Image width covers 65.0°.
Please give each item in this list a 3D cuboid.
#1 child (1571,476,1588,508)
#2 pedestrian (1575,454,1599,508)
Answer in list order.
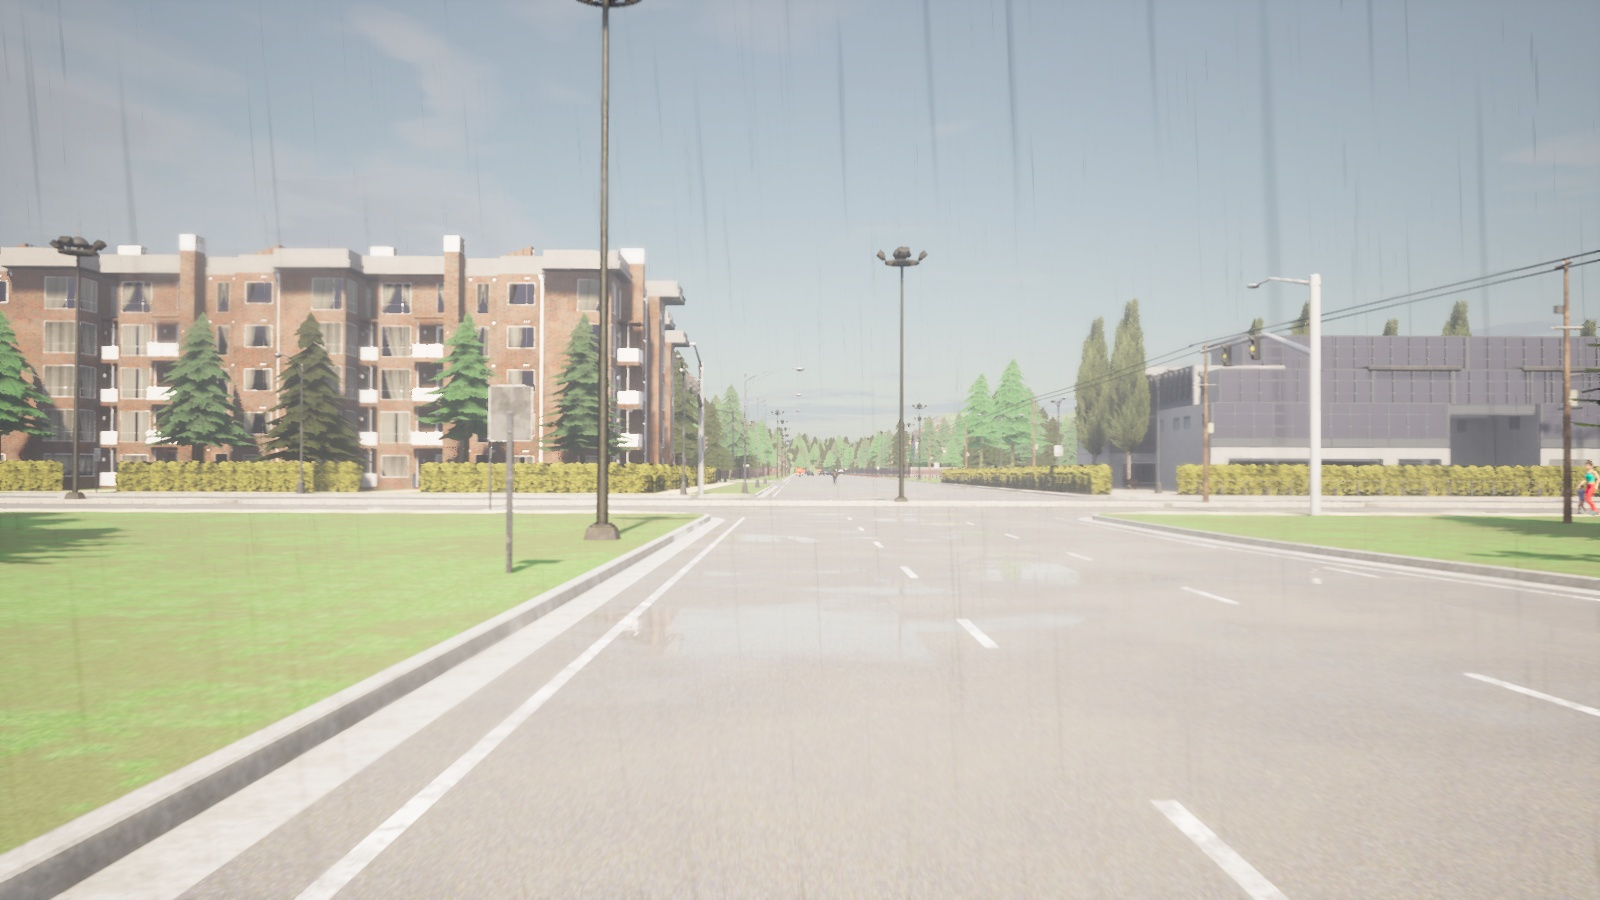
[{"bbox_3d":[27.008,1.453,43.517,0.394,1.110,0.255,0,-1,0],"label":"child"},{"bbox_3d":[26.728,1.060,42.648,0.594,1.836,0.345,0,-1,0],"label":"pedestrian"}]
